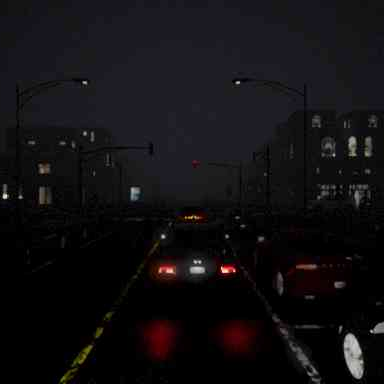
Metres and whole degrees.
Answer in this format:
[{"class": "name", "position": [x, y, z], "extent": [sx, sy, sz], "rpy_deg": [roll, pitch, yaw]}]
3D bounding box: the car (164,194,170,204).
[{"class": "car", "position": [-5.749, 1.548, 63.067], "extent": [2.008, 1.369, 4.403], "rpy_deg": [0, 0, 0]}]

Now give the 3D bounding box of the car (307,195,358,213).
[{"class": "car", "position": [15.575, 1.308, 37.211], "extent": [5.566, 2.045, 2.150], "rpy_deg": [0, 0, 1]}]

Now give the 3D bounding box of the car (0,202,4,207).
[{"class": "car", "position": [-25.491, 1.440, 40.393], "extent": [4.829, 1.417, 1.752], "rpy_deg": [0, -1, 1]}]

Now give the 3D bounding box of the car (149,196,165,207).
[{"class": "car", "position": [-5.738, 1.579, 52.024], "extent": [1.802, 1.307, 4.206], "rpy_deg": [0, 0, 0]}]

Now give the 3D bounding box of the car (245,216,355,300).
[{"class": "car", "position": [2.687, 1.544, 8.245], "extent": [1.887, 1.381, 4.507], "rpy_deg": [0, 0, 0]}]

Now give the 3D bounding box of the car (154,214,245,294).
[{"class": "car", "position": [0.091, 1.547, 8.902], "extent": [2.033, 1.411, 5.357], "rpy_deg": [0, 0, 0]}]

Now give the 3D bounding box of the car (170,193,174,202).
[{"class": "car", "position": [-5.760, 1.439, 74.111], "extent": [1.967, 1.590, 4.097], "rpy_deg": [0, 0, 0]}]

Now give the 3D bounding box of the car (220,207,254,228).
[{"class": "car", "position": [2.675, 1.549, 19.629], "extent": [2.008, 1.369, 4.403], "rpy_deg": [0, 0, 0]}]

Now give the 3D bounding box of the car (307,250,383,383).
[{"class": "car", "position": [2.692, 1.551, 2.553], "extent": [2.008, 1.369, 4.403], "rpy_deg": [0, 0, 0]}]

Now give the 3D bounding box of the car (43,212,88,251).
[{"class": "car", "position": [-5.700, 1.550, 13.946], "extent": [2.008, 1.369, 4.403], "rpy_deg": [0, 0, 0]}]

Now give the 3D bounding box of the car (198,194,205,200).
[{"class": "car", "position": [2.605, 1.443, 90.672], "extent": [1.967, 1.590, 4.097], "rpy_deg": [0, 0, 0]}]

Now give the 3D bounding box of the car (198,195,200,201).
[{"class": "car", "position": [2.632, 1.580, 63.061], "extent": [1.802, 1.307, 4.206], "rpy_deg": [0, 0, 0]}]

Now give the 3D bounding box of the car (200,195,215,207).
[{"class": "car", "position": [2.643, 1.563, 52.019], "extent": [1.947, 1.339, 4.313], "rpy_deg": [0, 0, 0]}]

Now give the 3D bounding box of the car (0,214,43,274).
[{"class": "car", "position": [-5.693, 1.439, 8.253], "extent": [1.967, 1.590, 4.097], "rpy_deg": [0, 0, 0]}]

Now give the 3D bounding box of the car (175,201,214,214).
[{"class": "car", "position": [0.081, 1.503, 19.423], "extent": [1.837, 1.490, 4.892], "rpy_deg": [0, 0, 0]}]

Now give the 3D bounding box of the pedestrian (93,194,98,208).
[{"class": "pedestrian", "position": [-12.594, 1.127, 43.150], "extent": [0.375, 1.860, 0.375], "rpy_deg": [0, -1, 1]}]
